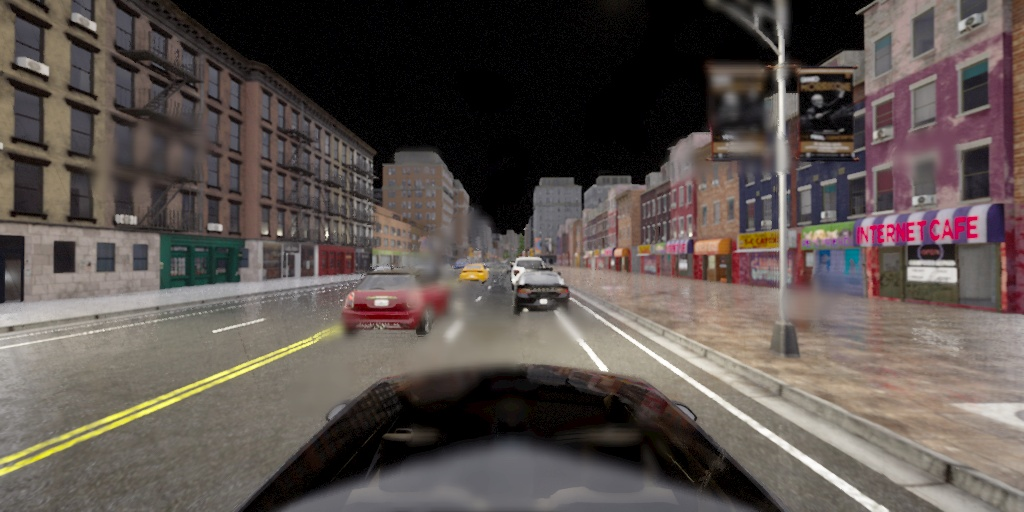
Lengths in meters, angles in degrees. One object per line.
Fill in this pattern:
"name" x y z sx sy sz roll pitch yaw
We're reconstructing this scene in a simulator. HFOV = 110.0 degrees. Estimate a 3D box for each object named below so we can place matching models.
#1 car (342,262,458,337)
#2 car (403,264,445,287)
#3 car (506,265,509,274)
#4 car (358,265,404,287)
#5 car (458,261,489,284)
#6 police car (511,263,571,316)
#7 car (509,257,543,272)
"car" -3.111 1.160 10.704 2.097 1.767 4.553 0 0 0
"car" -6.501 1.406 27.092 1.882 1.535 5.008 0 -1 0
"car" 0.197 1.725 49.890 2.033 1.411 5.357 0 -1 0
"car" -9.750 1.457 27.109 1.812 1.442 4.674 0 -1 0
"car" -3.043 1.433 29.902 1.882 1.535 5.008 0 -1 0
"police car" 1.025 1.250 13.920 1.930 1.638 5.238 0 0 0
"car" 1.062 1.119 23.843 2.150 2.045 5.566 0 0 0
